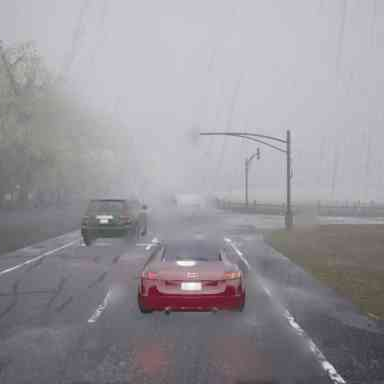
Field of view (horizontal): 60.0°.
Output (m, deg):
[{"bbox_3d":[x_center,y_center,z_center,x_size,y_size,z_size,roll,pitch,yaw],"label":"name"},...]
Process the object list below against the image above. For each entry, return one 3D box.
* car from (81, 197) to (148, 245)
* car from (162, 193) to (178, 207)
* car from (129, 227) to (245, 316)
[{"bbox_3d":[-3.421,1.227,15.620,2.150,2.045,5.566,0,0,0],"label":"car"},{"bbox_3d":[-3.471,1.228,53.082,2.150,2.045,5.566,0,0,0],"label":"car"},{"bbox_3d":[-0.007,1.566,7.640,1.994,1.385,4.181,0,0,0],"label":"car"}]
